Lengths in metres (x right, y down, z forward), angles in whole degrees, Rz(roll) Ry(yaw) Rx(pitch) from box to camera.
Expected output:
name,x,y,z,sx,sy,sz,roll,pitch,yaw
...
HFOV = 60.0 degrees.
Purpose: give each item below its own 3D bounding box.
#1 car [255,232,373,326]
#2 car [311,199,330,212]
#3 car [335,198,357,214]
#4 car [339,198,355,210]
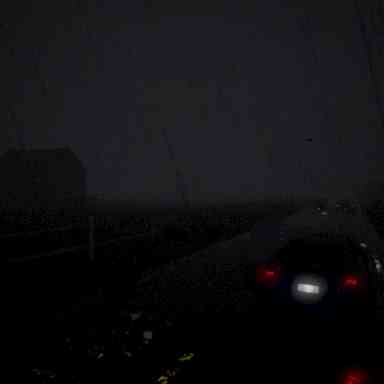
name,x,y,z,sx,sy,sz,roll,pitch,yaw
car,2.793,1.565,7.305,1.994,1.385,4.181,0,0,26
car,15.609,1.551,40.206,2.033,1.411,5.357,0,0,26
car,16.192,1.530,34.966,1.812,1.442,4.674,0,0,26
car,20.635,1.524,44.296,1.812,1.442,4.674,0,0,26
